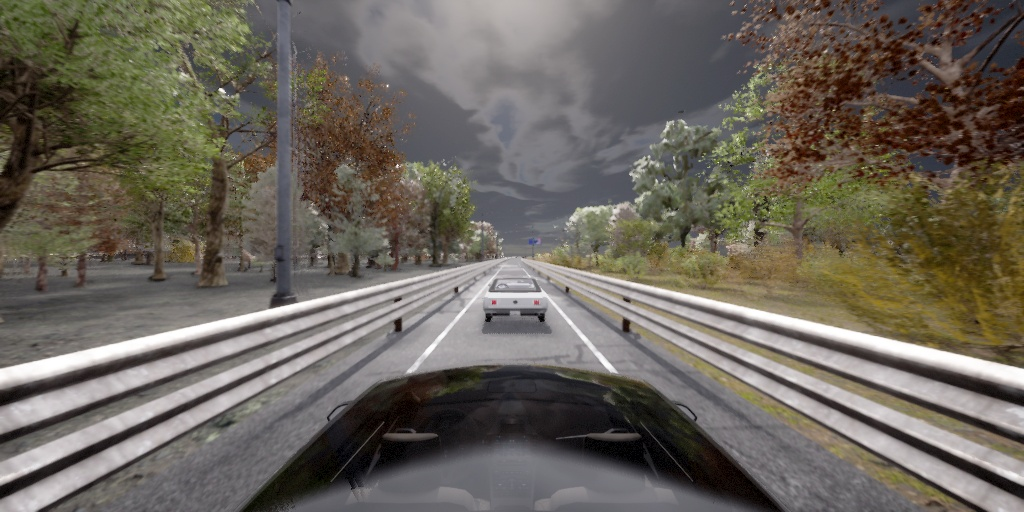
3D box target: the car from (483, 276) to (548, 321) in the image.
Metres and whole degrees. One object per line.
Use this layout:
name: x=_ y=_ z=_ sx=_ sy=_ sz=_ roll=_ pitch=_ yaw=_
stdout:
car: x=0.097 y=1.352 z=12.422 sx=1.895 sy=1.301 sz=4.718 roll=0 pitch=0 yaw=0
